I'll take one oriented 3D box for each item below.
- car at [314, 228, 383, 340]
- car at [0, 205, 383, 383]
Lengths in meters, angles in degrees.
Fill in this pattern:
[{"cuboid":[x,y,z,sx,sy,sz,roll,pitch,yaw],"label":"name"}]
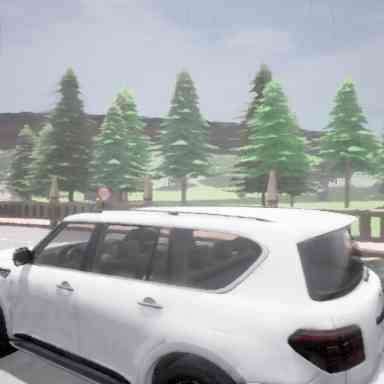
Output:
[{"cuboid":[4.813,1.507,4.855,5.357,1.411,2.033,0,0,35],"label":"car"},{"cuboid":[-0.656,1.188,4.265,5.566,2.045,2.150,0,0,34],"label":"car"}]
